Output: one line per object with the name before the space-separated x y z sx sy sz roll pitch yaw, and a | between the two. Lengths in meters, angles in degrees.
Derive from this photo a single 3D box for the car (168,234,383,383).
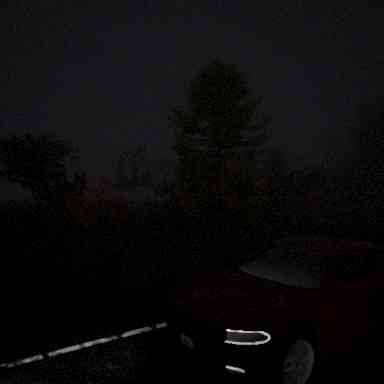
car | 1.970 1.506 5.404 5.008 1.535 1.882 0 0 -36
